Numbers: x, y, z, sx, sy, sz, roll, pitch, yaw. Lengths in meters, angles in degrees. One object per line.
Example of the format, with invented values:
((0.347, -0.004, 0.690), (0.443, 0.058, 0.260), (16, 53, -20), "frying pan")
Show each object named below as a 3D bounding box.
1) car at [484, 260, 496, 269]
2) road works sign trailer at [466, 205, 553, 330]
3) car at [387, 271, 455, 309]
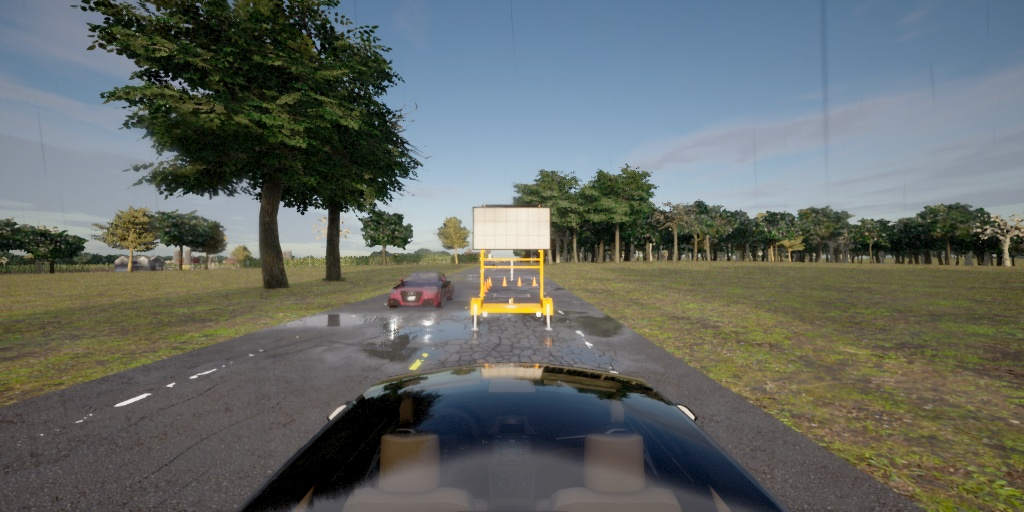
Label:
((-3.608, 1.310, 55.491), (1.837, 1.490, 4.892), (0, 0, 0), "car")
((-0.003, 0.218, 11.126), (2.380, 3.560, 2.880), (0, 0, 0), "road works sign trailer")
((-3.602, 1.320, 14.831), (1.994, 1.385, 4.181), (0, 0, 0), "car")
